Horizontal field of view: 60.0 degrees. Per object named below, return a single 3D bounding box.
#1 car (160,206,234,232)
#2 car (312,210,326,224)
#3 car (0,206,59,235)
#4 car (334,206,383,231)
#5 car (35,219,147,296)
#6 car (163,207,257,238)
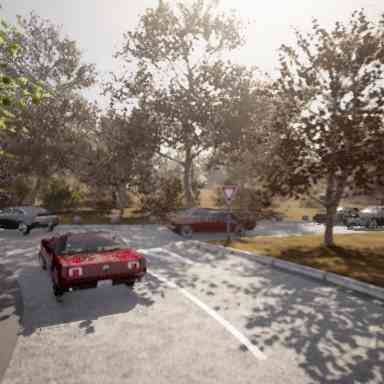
[{"bbox_3d":[0.311,1.636,20.764,4.181,1.385,1.994,0,0,-20],"label":"car"},{"bbox_3d":[11.157,1.741,25.050,4.181,1.385,1.994,1,-1,-23],"label":"car"},{"bbox_3d":[-9.936,1.567,19.226,4.902,1.511,2.128,0,0,25],"label":"car"},{"bbox_3d":[12.182,1.654,21.946,4.902,1.511,2.128,1,0,-23],"label":"car"},{"bbox_3d":[-2.894,1.631,8.876,1.895,1.301,4.718,0,0,-29],"label":"car"},{"bbox_3d":[0.971,1.662,17.893,4.718,1.301,1.895,0,0,-16],"label":"car"}]
